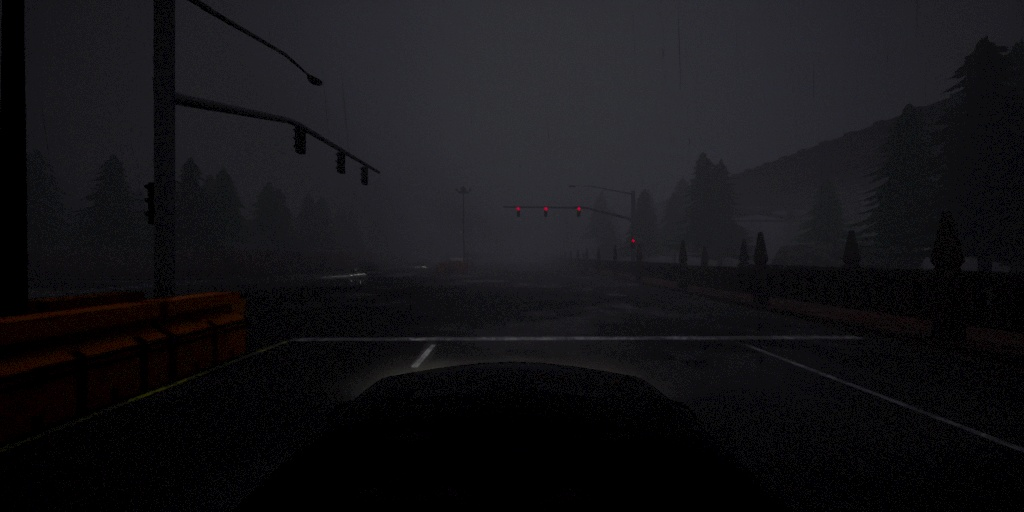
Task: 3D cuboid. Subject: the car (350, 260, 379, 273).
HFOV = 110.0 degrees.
[{"bbox_3d":[-17.524,1.281,42.673,2.128,1.511,4.902,0,1,0],"label":"car"}]
